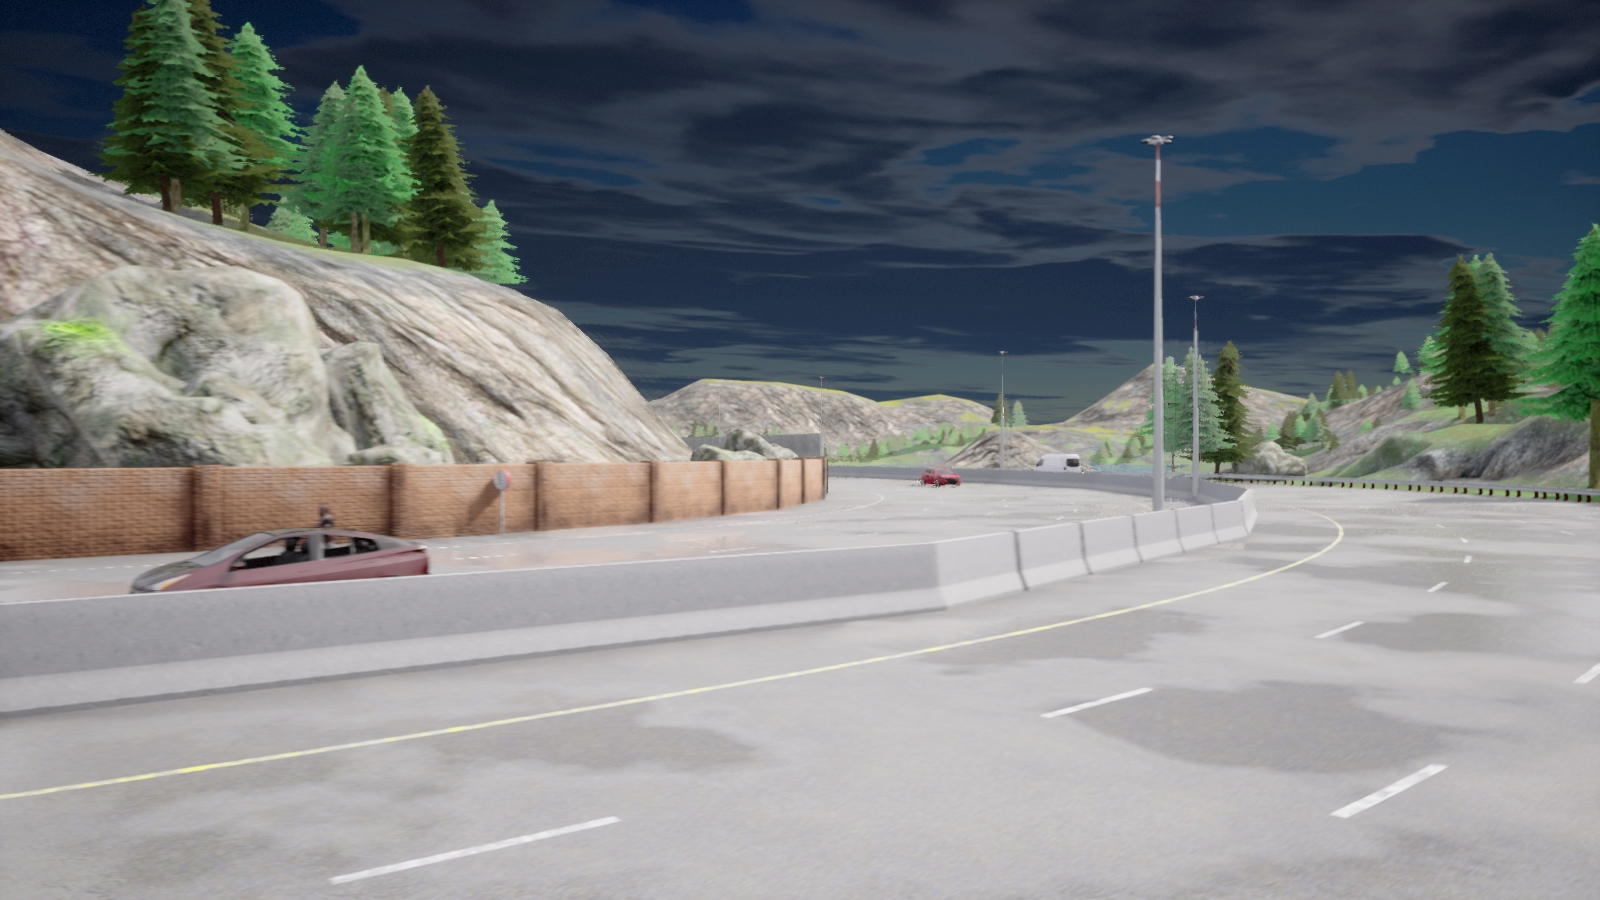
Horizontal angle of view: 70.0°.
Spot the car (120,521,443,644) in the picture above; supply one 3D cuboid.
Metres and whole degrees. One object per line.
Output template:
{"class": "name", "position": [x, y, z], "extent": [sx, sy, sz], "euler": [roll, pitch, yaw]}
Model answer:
{"class": "car", "position": [-8.515, 2.080, 18.980], "extent": [4.514, 1.525, 2.007], "euler": [0, 0, -40]}
